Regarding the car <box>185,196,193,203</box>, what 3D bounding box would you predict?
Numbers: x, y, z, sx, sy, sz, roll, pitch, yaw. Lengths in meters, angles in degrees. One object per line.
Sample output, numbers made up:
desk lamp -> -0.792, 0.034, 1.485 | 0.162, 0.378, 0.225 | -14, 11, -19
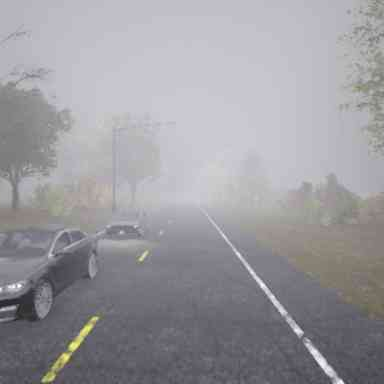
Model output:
car -> -0.708, 1.998, 83.822 | 2.128, 1.511, 4.902 | 0, 0, -1

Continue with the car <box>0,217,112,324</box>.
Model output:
car -> -3.538, 1.547, 7.460 | 2.128, 1.511, 4.902 | 0, -1, 0

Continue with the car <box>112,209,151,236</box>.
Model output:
car -> -3.548, 1.683, 19.474 | 2.033, 1.411, 5.357 | 0, 0, 0

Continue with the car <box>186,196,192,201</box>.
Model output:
car -> -0.886, 1.847, 94.252 | 1.837, 1.490, 4.892 | 0, 0, -1
